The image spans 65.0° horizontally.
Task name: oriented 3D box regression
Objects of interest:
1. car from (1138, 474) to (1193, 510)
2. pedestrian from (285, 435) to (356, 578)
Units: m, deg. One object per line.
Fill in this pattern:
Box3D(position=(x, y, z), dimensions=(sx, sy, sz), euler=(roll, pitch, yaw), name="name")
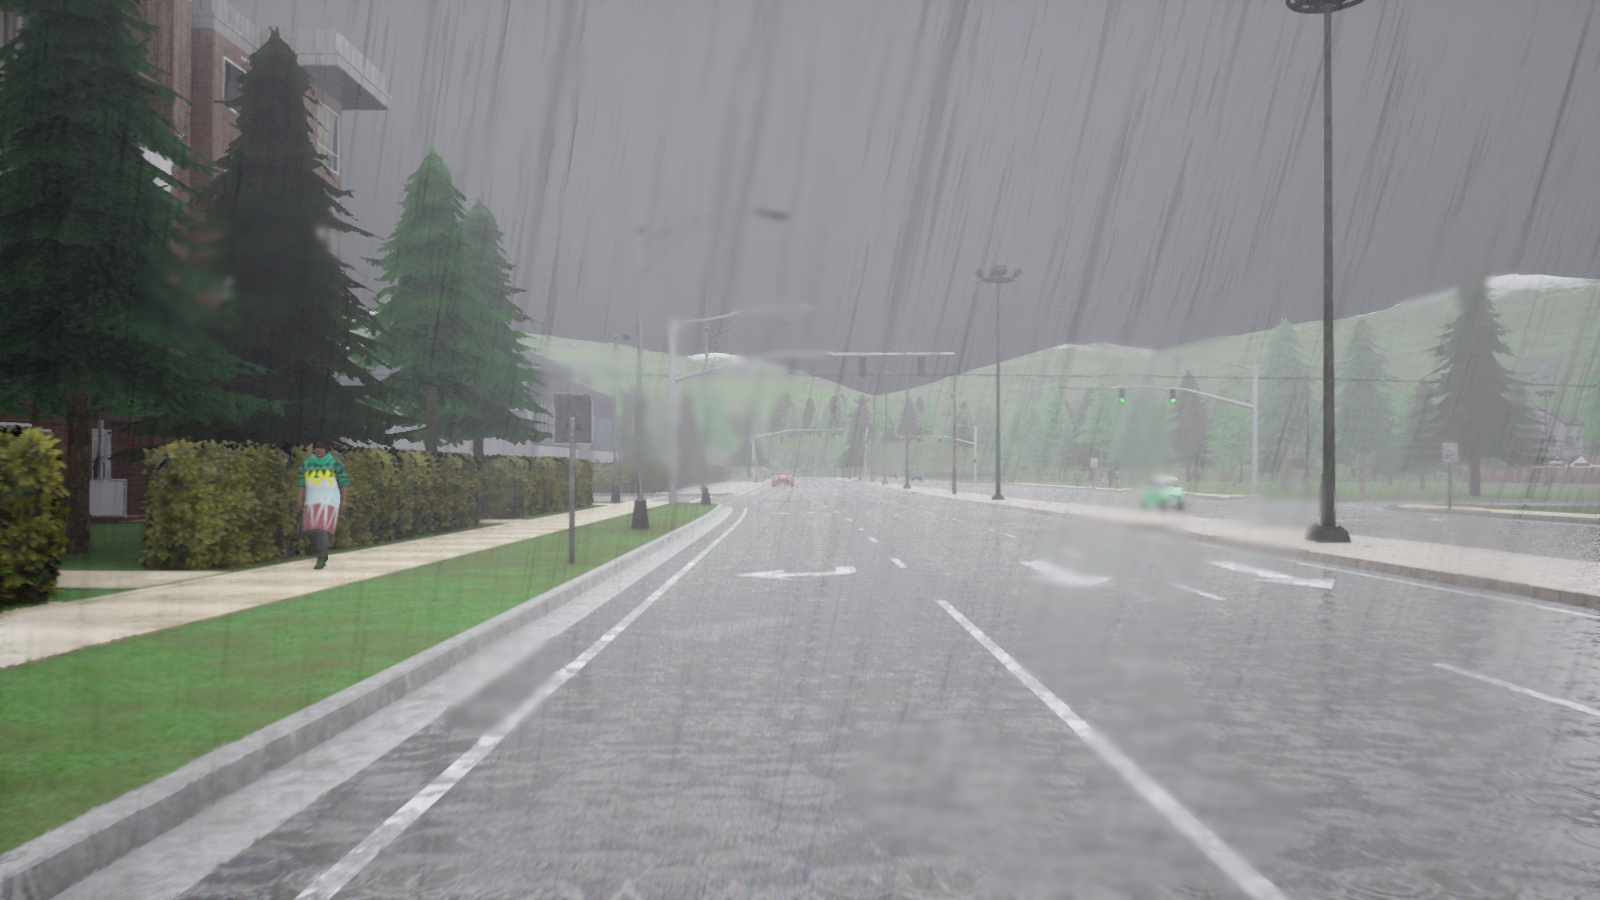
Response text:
Box3D(position=(14.599, 1.652, 50.248), dimensions=(1.481, 1.376, 2.207), euler=(0, 0, -2), name="car")
Box3D(position=(-6.692, 0.774, 17.569), dimensions=(0.659, 1.952, 0.873), euler=(0, -1, 0), name="pedestrian")
